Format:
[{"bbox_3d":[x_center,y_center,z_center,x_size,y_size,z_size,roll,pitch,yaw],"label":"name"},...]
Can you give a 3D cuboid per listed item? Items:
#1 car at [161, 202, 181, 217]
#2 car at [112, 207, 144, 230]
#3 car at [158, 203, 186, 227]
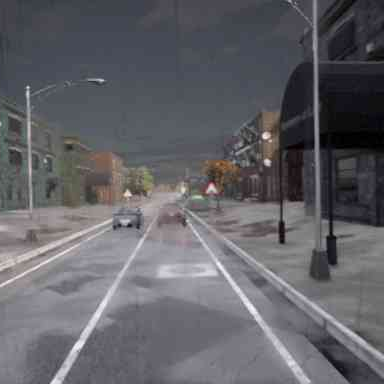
[{"bbox_3d":[-2.431,1.990,38.304,2.033,1.411,5.357,-1,0,-4],"label":"car"},{"bbox_3d":[-4.558,1.858,24.172,2.128,1.511,4.902,-1,0,-4],"label":"car"},{"bbox_3d":[-1.573,1.670,25.789,2.097,1.767,4.553,-1,-1,-4],"label":"car"}]
